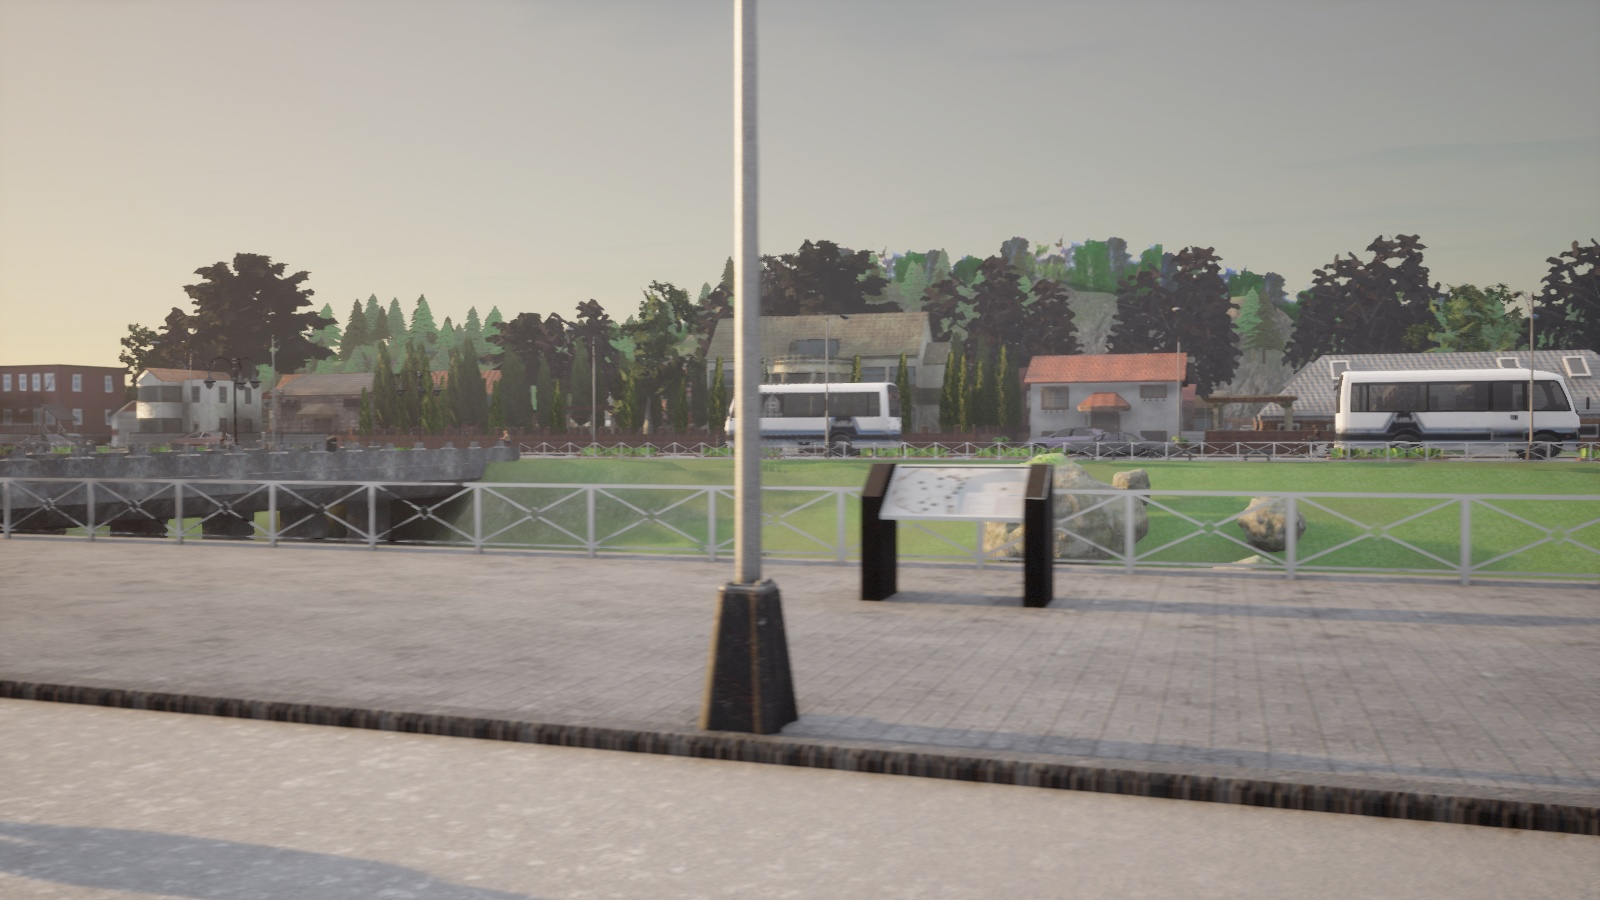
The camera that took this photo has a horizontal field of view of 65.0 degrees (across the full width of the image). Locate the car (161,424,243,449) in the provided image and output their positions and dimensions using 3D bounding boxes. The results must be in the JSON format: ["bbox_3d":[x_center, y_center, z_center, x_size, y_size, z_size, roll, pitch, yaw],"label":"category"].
[{"bbox_3d":[-41.405,-0.943,86.938,5.027,1.651,2.152,1,1,19],"label":"car"}]

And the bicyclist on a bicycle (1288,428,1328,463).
[{"bbox_3d":[25.989,-0.234,64.250,1.843,1.776,0.659,1,1,19],"label":"bicyclist on a bicycle"}]

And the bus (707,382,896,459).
[{"bbox_3d":[0.092,-1.718,72.950,10.273,4.253,3.944,1,1,19],"label":"bus"}]

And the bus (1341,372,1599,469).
[{"bbox_3d":[30.904,-1.368,58.356,10.273,4.253,3.944,1,1,19],"label":"bus"}]

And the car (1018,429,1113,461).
[{"bbox_3d":[14.426,-0.280,68.143,4.856,1.649,2.033,1,1,19],"label":"car"}]

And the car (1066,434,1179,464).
[{"bbox_3d":[16.261,-0.079,63.307,5.357,1.411,2.033,1,1,19],"label":"car"}]
